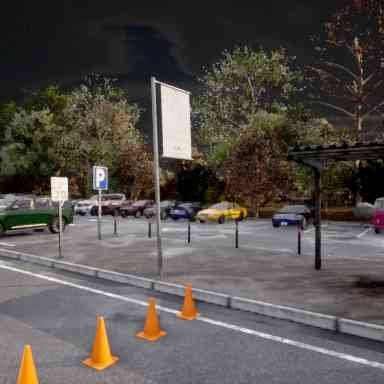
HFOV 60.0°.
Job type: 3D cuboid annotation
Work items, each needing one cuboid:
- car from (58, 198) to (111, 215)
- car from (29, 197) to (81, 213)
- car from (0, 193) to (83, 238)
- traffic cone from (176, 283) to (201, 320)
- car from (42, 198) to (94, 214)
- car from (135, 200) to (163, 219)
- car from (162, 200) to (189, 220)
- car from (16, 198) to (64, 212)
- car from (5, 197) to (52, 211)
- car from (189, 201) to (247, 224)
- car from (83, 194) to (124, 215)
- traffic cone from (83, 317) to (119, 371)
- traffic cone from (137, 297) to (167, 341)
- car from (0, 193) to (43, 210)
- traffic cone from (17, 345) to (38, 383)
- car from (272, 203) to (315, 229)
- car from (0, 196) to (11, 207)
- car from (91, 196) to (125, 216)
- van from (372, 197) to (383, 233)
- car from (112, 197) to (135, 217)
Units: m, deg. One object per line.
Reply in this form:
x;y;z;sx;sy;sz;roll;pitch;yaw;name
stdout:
-11.194;1.461;34.895;2.231;1.521;4.892;0;0;35;car
-15.631;1.444;38.243;1.946;1.575;5.366;0;0;35;car
-8.925;1.221;17.293;2.435;2.045;5.566;0;0;35;car
-0.057;1.957;6.044;0.340;0.580;0.340;0;0;36;traffic cone
-13.467;1.455;36.492;2.097;1.535;5.008;0;0;35;car
-2.101;1.473;28.526;2.231;1.521;4.892;0;0;35;car
0.183;1.504;26.950;2.163;1.488;4.792;0;0;35;car
-18.023;1.469;39.661;2.163;1.488;4.792;0;0;35;car
-20.267;1.452;41.307;2.163;1.488;4.792;0;0;35;car
2.331;1.475;25.179;1.946;1.575;5.366;0;0;35;car
-8.936;1.212;33.282;2.435;2.045;5.566;0;0;35;car
-1.207;1.957;4.412;0.340;0.580;0.340;0;0;35;traffic cone
-0.632;1.957;5.229;0.340;0.580;0.340;0;0;35;traffic cone
-22.569;1.153;42.854;2.435;2.045;5.566;0;0;35;car
-1.781;1.957;3.595;0.340;0.580;0.340;0;0;35;traffic cone
6.965;1.513;22.117;2.163;1.488;4.792;0;0;35;car
-29.263;1.332;47.816;1.946;1.575;5.366;1;0;35;car
-6.645;1.466;31.715;2.097;1.535;5.008;0;0;35;car
11.591;1.264;19.047;1.878;1.987;4.442;0;0;35;van
-4.373;1.469;30.120;2.097;1.535;5.008;0;0;35;car
